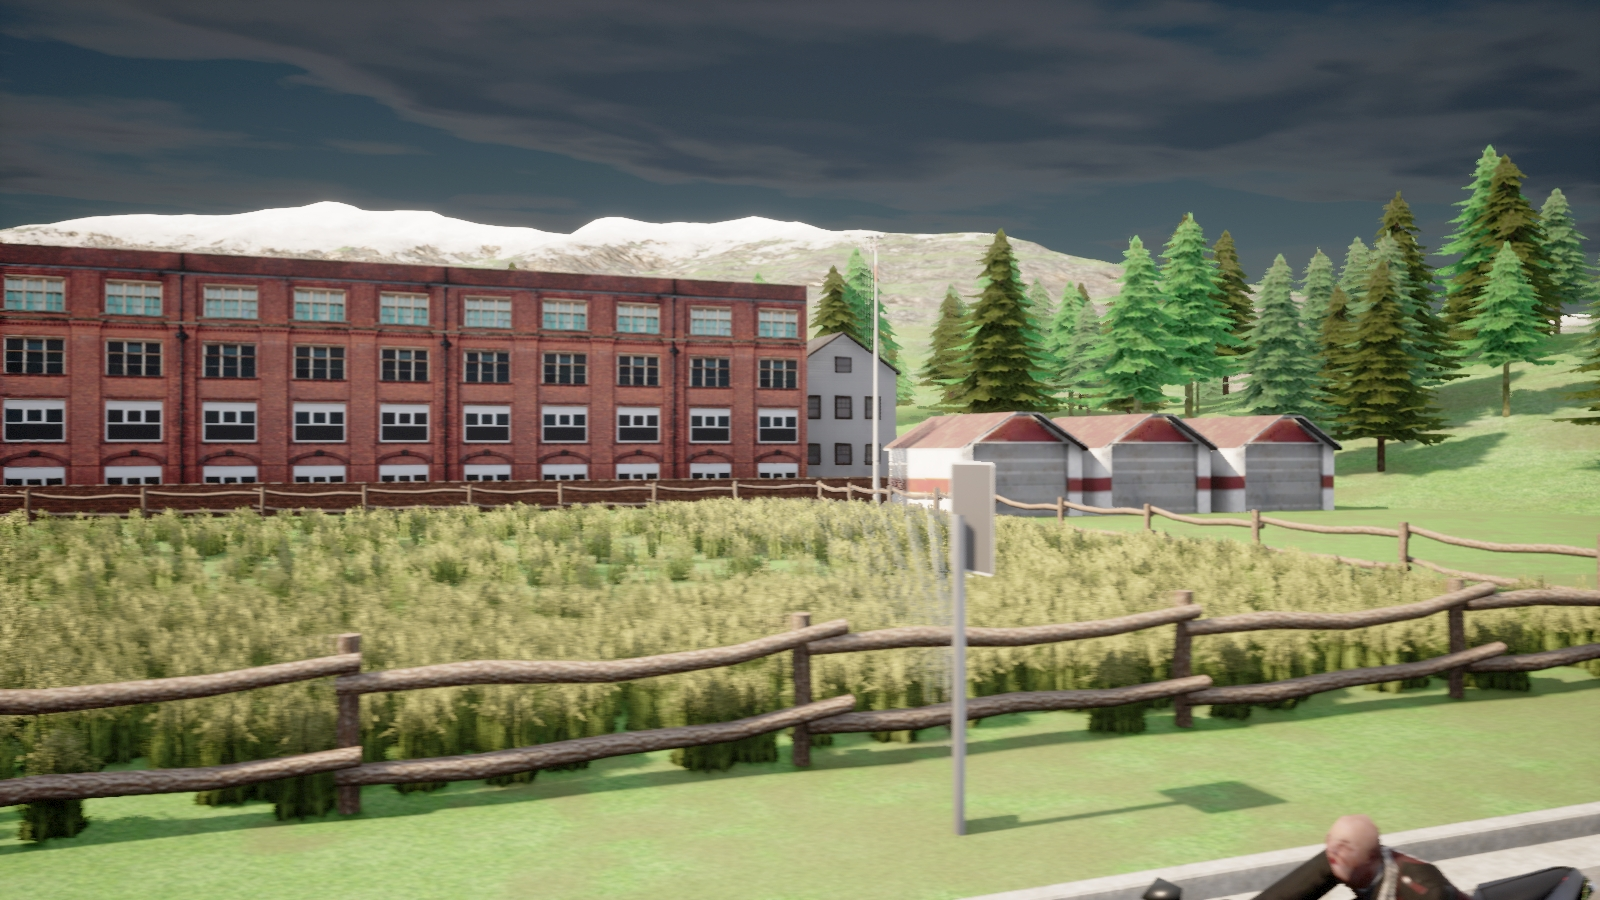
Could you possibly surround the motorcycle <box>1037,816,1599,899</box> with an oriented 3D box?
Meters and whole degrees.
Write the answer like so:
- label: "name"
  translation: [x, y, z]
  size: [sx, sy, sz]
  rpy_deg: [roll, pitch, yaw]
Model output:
- label: "motorcycle"
  translation: [2.047, 2.202, 4.132]
  size: [2.209, 1.251, 0.867]
  rpy_deg: [0, 0, -20]
